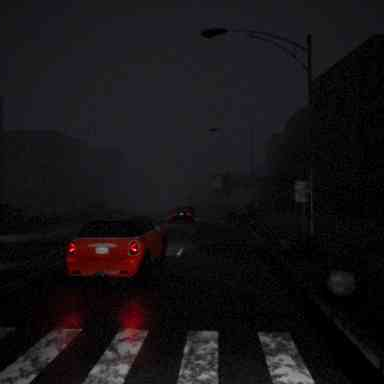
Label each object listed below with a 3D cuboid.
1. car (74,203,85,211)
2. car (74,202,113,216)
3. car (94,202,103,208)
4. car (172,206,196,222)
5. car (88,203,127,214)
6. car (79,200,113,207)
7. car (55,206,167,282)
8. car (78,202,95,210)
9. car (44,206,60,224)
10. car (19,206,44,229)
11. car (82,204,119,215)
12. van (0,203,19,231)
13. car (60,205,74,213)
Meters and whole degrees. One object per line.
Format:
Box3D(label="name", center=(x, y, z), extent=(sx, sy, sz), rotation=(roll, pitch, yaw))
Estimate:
Box3D(label="car", center=(-13.775, 2.125, 33.301), extent=(4.892, 1.521, 2.231), rotation=(-1, -1, 3))
Box3D(label="car", center=(-13.067, 2.248, 44.302), extent=(4.553, 1.767, 2.185), rotation=(-1, -1, 3))
Box3D(label="car", center=(-13.438, 2.242, 38.802), extent=(5.008, 1.535, 2.097), rotation=(-1, -1, 3))
Box3D(label="car", center=(-0.694, 1.948, 30.260), extent=(2.033, 1.411, 5.357), rotation=(-1, -1, 4))
Box3D(label="car", center=(-12.575, 2.515, 49.791), extent=(5.366, 1.575, 1.946), rotation=(-1, -2, 3))
Box3D(label="car", center=(-13.297, 2.055, 41.560), extent=(5.566, 2.045, 2.435), rotation=(-1, -1, 3))
Box3D(label="car", center=(-2.087, 1.491, 10.369), extent=(2.097, 1.767, 4.553), rotation=(-1, -1, 4))
Box3D(label="car", center=(-13.597, 2.181, 36.051), extent=(5.008, 1.535, 2.097), rotation=(-1, -1, 3))
Box3D(label="car", center=(-14.075, 2.050, 27.797), extent=(4.792, 1.488, 2.163), rotation=(-1, -1, 3))
Box3D(label="car", center=(-14.279, 1.975, 25.050), extent=(5.008, 1.535, 2.097), rotation=(-1, -1, 3))
Box3D(label="car", center=(-12.932, 2.486, 47.050), extent=(4.674, 1.452, 2.002), rotation=(-1, -1, 3))
Box3D(label="van", center=(-14.552, 1.710, 22.431), extent=(4.442, 1.987, 1.878), rotation=(-1, -1, 4))
Box3D(label="car", center=(-13.944, 2.072, 30.550), extent=(4.892, 1.521, 2.231), rotation=(-1, -1, 3))
